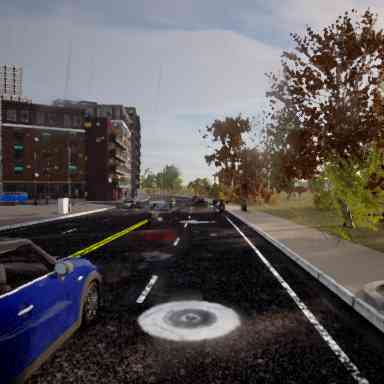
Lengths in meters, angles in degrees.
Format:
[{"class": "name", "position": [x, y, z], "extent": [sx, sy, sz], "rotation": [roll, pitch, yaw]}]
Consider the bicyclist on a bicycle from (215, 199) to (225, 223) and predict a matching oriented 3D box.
[{"class": "bicyclist on a bicycle", "position": [2.126, 1.447, 23.852], "extent": [0.582, 1.620, 1.656], "rotation": [0, 0, 2]}]

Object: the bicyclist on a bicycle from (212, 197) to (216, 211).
[{"class": "bicyclist on a bicycle", "position": [2.338, 1.360, 33.762], "extent": [0.659, 1.776, 1.843], "rotation": [0, 0, 1]}]

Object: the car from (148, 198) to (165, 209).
[{"class": "car", "position": [-4.974, 1.586, 46.982], "extent": [1.895, 1.301, 4.718], "rotation": [0, 0, 0]}]

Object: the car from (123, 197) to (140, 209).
[{"class": "car", "position": [-8.231, 1.482, 45.491], "extent": [2.128, 1.511, 4.902], "rotation": [0, 0, -1]}]

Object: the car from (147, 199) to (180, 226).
[{"class": "car", "position": [-1.936, 1.487, 23.468], "extent": [2.128, 1.511, 4.902], "rotation": [0, 0, 2]}]

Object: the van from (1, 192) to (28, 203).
[{"class": "van", "position": [-29.503, 0.888, 55.423], "extent": [3.998, 1.788, 1.690], "rotation": [1, -1, -30]}]

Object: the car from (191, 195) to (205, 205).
[{"class": "car", "position": [1.417, 1.519, 60.307], "extent": [2.033, 1.411, 5.357], "rotation": [0, 0, -1]}]

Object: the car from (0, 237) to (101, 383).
[{"class": "car", "position": [-2.771, 1.351, 4.214], "extent": [2.097, 1.767, 4.553], "rotation": [0, 0, 3]}]

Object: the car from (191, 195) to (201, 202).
[{"class": "car", "position": [0.888, 1.439, 73.821], "extent": [1.882, 1.535, 5.008], "rotation": [0, 0, -3]}]
